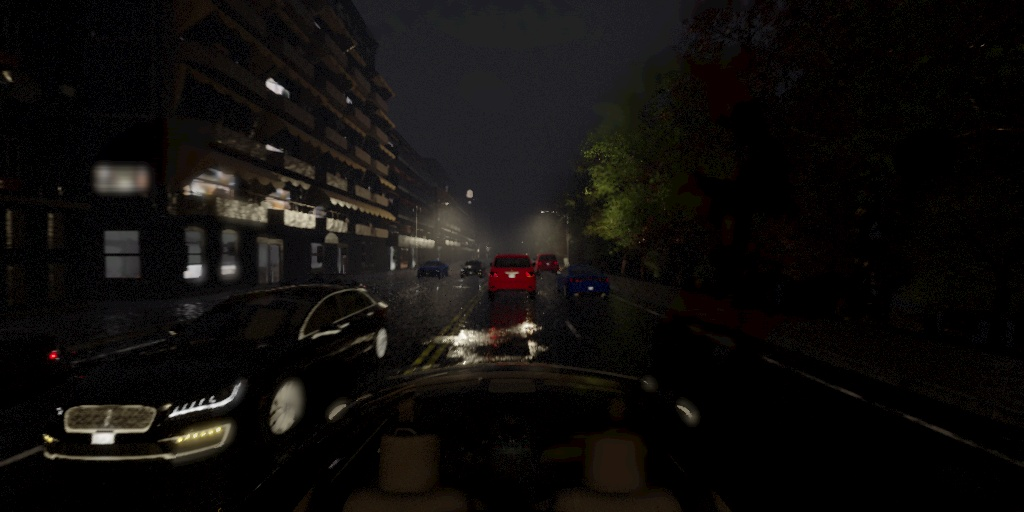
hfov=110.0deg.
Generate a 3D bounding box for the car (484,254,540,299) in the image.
[{"bbox_3d":[0.028,0.898,17.766,2.150,2.045,5.566,0,1,1],"label":"car"}]

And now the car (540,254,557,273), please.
[{"bbox_3d":[3.334,0.814,35.736,2.150,2.045,5.566,0,0,0],"label":"car"}]

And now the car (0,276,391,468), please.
[{"bbox_3d":[-3.341,1.238,5.360,1.837,1.490,4.892,0,0,0],"label":"car"}]

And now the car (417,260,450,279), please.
[{"bbox_3d":[-6.530,1.094,30.175,1.882,1.535,5.008,0,0,0],"label":"car"}]

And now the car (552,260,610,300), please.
[{"bbox_3d":[3.272,1.153,17.301,1.882,1.535,5.008,0,1,0],"label":"car"}]

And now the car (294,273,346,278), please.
[{"bbox_3d":[-6.568,1.265,12.119,1.994,1.385,4.181,0,0,0],"label":"car"}]

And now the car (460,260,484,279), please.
[{"bbox_3d":[-3.274,1.120,30.976,1.837,1.490,4.892,0,0,1],"label":"car"}]

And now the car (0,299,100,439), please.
[{"bbox_3d":[-6.595,1.296,2.158,2.033,1.411,5.357,0,0,0],"label":"car"}]
